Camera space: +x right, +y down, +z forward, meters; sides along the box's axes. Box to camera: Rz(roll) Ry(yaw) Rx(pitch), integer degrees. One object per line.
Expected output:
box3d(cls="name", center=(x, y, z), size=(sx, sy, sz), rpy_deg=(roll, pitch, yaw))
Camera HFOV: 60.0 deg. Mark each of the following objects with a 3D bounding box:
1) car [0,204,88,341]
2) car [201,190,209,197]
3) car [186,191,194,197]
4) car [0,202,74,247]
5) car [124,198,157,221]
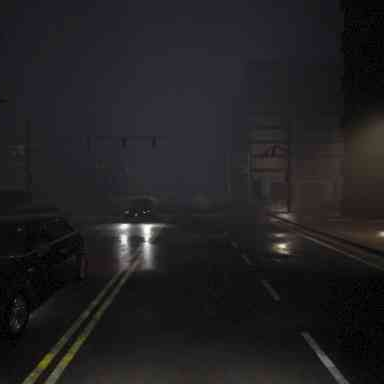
box3d(cls="car", center=(-3.622, 1.278, 6.338), size=(2.097, 1.767, 4.553), rpy_deg=(0, 1, 0))
box3d(cls="car", center=(3.066, 0.295, 81.490), size=(1.837, 1.490, 4.892), rpy_deg=(0, 1, 0))
box3d(cls="car", center=(-0.434, 0.358, 81.472), size=(1.994, 1.385, 4.181), rpy_deg=(0, 1, 0))
box3d(cls="car", center=(-7.150, 1.326, 15.136), size=(1.837, 1.490, 4.892), rpy_deg=(0, 1, 0))
box3d(cls="car", center=(-3.623, 1.223, 23.891), size=(1.837, 1.490, 4.892), rpy_deg=(0, 1, 0))
